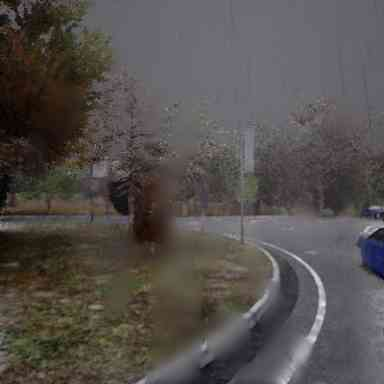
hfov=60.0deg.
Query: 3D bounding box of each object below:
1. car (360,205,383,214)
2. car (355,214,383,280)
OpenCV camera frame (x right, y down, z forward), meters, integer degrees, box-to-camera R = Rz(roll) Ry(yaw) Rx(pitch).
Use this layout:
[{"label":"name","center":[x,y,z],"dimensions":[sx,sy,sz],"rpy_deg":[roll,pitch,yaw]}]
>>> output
[{"label":"car","center":[21.102,2.274,37.853],"dimensions":[5.008,1.535,1.882],"rpy_deg":[4,-2,-34]},{"label":"car","center":[5.710,1.579,8.626],"dimensions":[1.882,1.535,5.008],"rpy_deg":[0,0,14]}]
